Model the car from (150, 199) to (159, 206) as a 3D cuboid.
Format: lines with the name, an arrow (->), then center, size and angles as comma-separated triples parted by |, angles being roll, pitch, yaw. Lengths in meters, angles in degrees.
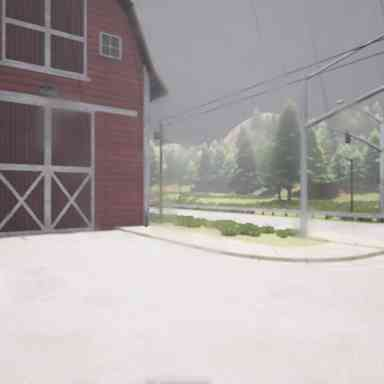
car -> -6.476, 1.781, 49.665 | 1.812, 1.442, 4.674 | 0, 0, -34
